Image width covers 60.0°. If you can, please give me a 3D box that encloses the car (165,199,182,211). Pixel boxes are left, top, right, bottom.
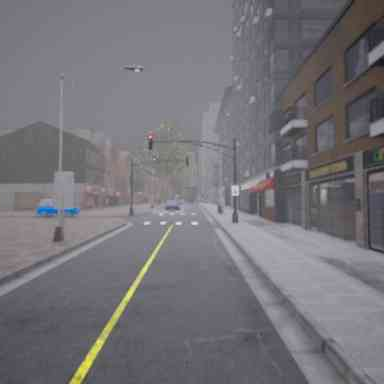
[{"bbox_3d":[-2.747,1.818,46.360,1.882,1.535,5.008,0,1,0],"label":"car"}]

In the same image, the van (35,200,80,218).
[{"bbox_3d":[-12.923,1.633,32.200,3.998,1.788,1.690,0,-3,0],"label":"van"}]

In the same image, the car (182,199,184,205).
[{"bbox_3d":[-2.745,2.290,74.605,1.895,1.301,4.718,0,-1,0],"label":"car"}]
